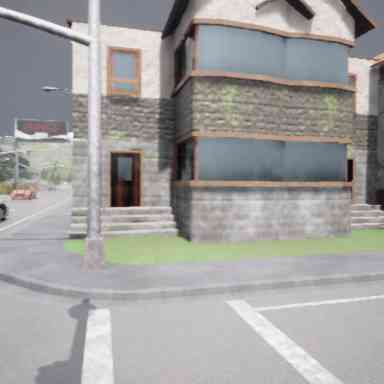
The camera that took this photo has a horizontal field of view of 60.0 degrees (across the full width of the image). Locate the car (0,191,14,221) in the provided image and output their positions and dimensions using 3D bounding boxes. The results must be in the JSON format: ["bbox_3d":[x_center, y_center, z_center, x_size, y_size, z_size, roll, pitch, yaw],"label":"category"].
[{"bbox_3d":[-10.437,0.856,16.162,1.837,1.490,4.892,0,1,-15],"label":"car"}]

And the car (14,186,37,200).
[{"bbox_3d":[-20.724,0.012,41.113,2.097,1.767,4.553,0,2,-14],"label":"car"}]
